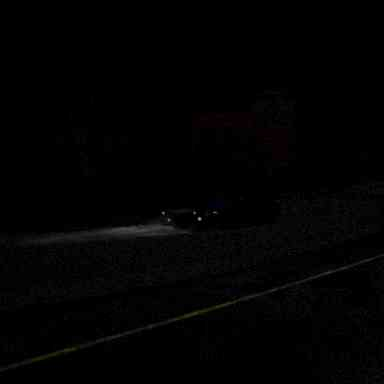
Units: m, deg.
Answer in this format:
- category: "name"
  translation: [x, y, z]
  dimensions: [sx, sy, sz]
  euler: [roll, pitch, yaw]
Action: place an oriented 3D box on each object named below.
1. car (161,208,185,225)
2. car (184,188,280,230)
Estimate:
- category: "car"
  translation: [0.366, 1.290, 21.648]
  dimensions: [4.718, 1.301, 1.895]
  euler: [-4, 2, -36]
- category: "car"
  translation: [2.605, 0.881, 18.949]
  dimensions: [5.566, 2.045, 2.150]
  euler: [-4, 2, -36]
